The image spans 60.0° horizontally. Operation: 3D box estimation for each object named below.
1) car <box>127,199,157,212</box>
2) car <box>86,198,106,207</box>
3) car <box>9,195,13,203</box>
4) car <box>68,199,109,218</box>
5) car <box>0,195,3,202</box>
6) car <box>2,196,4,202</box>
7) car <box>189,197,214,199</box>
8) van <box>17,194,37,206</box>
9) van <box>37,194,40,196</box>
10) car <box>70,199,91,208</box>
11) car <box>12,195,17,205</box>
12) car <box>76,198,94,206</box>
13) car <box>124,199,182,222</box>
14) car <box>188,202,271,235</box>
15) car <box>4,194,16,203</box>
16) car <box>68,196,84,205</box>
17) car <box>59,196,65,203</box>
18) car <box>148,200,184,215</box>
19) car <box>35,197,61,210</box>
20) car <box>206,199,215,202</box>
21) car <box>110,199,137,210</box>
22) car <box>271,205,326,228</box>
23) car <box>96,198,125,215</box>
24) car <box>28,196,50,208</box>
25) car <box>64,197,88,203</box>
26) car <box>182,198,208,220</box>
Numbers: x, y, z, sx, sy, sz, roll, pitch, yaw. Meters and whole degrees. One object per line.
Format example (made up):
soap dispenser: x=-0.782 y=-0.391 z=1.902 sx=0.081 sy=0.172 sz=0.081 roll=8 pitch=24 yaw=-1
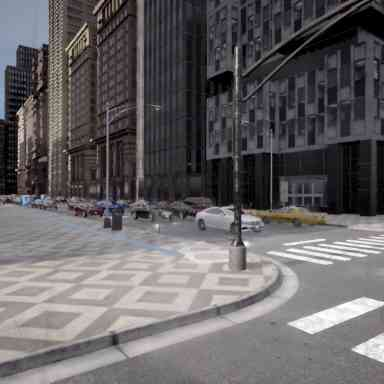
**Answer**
car: x=-6.246 y=1.638 z=41.130 sx=1.752 sy=1.417 sz=4.829 roll=0 pitch=0 yaw=-35
car: x=-15.851 y=1.726 z=54.712 sx=1.947 sy=1.339 sz=4.313 roll=0 pitch=0 yaw=-35
car: x=-35.741 y=1.777 z=68.071 sx=1.802 sy=1.307 sz=4.206 roll=0 pitch=0 yaw=-35
car: x=-9.864 y=1.611 z=31.481 sx=1.887 sy=1.381 sz=4.507 roll=0 pitch=0 yaw=-35
car: x=-45.445 y=1.688 z=81.793 sx=1.967 sy=1.590 sz=4.097 roll=0 pitch=0 yaw=-35
car: x=-42.211 y=1.812 z=77.219 sx=1.802 sy=1.307 sz=4.206 roll=0 pitch=0 yaw=-35
car: x=0.321 y=1.397 z=31.844 sx=2.192 sy=1.841 sz=5.009 roll=0 pitch=0 yaw=-35
van: x=-29.272 y=1.503 z=58.924 sx=1.690 sy=1.788 sz=3.998 roll=0 pitch=0 yaw=-35
van: x=-38.493 y=1.619 z=86.727 sx=1.690 sy=1.788 sz=3.998 roll=0 pitch=0 yaw=-35
car: x=-17.699 y=1.749 z=52.716 sx=1.895 sy=1.301 sz=4.718 roll=0 pitch=0 yaw=-35
car: x=-32.408 y=1.703 z=63.359 sx=1.752 sy=1.417 sz=4.829 roll=0 pitch=0 yaw=-35
car: x=-19.086 y=1.758 z=59.285 sx=1.802 sy=1.307 sz=4.206 roll=0 pitch=0 yaw=-35
car: x=-3.262 y=1.547 z=26.764 sx=2.128 sy=1.511 sz=4.902 roll=0 pitch=0 yaw=-35
car: x=2.024 y=1.557 z=19.251 sx=1.812 sy=1.442 sz=4.674 roll=0 pitch=0 yaw=-37
car: x=-38.976 y=1.527 z=72.646 sx=2.192 sy=1.841 sz=5.009 roll=0 pitch=0 yaw=-35
car: x=-22.320 y=1.633 z=63.859 sx=1.967 sy=1.590 sz=4.097 roll=0 pitch=0 yaw=-35
car: x=-28.789 y=1.666 z=73.006 sx=1.967 sy=1.590 sz=4.097 roll=0 pitch=0 yaw=-35
car: x=-2.913 y=1.642 z=36.417 sx=1.887 sy=1.381 sz=4.507 roll=0 pitch=0 yaw=-35
car: x=-19.568 y=1.695 z=45.202 sx=1.802 sy=1.307 sz=4.206 roll=0 pitch=0 yaw=-35
car: x=3.457 y=1.593 z=27.409 sx=1.752 sy=1.417 sz=4.829 roll=0 pitch=0 yaw=-35
car: x=-9.383 y=1.679 z=45.565 sx=2.008 sy=1.369 sz=4.403 roll=0 pitch=0 yaw=-35
car: x=6.692 y=1.578 z=22.836 sx=1.752 sy=1.417 sz=4.829 roll=0 pitch=0 yaw=-35
car: x=-8.705 y=1.559 z=34.473 sx=1.882 sy=1.535 sz=5.008 roll=0 pitch=0 yaw=-35
car: x=-22.802 y=1.711 z=49.776 sx=1.802 sy=1.307 sz=4.206 roll=0 pitch=0 yaw=-35
car: x=-14.392 y=1.672 z=42.562 sx=1.994 sy=1.385 sz=4.181 roll=0 pitch=0 yaw=-37
car: x=-0.945 y=1.573 z=29.021 sx=1.837 sy=1.490 sz=4.892 roll=0 pitch=0 yaw=-35
